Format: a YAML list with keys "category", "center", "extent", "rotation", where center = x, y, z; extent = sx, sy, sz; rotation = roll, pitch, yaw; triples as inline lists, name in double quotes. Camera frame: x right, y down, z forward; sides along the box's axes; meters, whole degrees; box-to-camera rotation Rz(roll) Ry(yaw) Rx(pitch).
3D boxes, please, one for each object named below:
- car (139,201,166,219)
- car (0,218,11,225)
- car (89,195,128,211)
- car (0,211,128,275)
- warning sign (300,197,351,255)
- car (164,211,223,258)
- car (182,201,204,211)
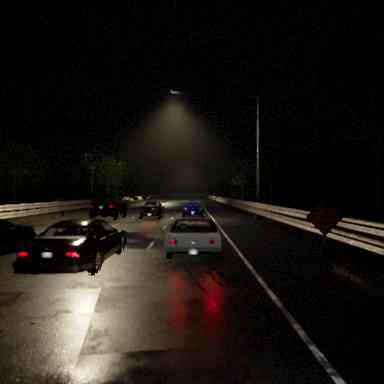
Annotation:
- category: "car"
  center: [-3.426, 1.542, 29.274]
  extent: [1.837, 1.490, 4.892]
  rotation: [0, 0, 0]
- category: "car"
  center: [-6.952, 1.489, 10.792]
  extent: [1.882, 1.535, 5.008]
  rotation: [0, 0, 1]
- category: "car"
  center: [-6.932, 1.257, 28.076]
  extent: [2.150, 2.045, 5.566]
  rotation: [0, 0, 0]
- category: "car"
  center: [-3.457, 1.559, 10.491]
  extent: [2.033, 1.411, 5.357]
  rotation: [0, 0, 1]
- category: "warning sign"
  center: [4.552, 1.127, 11.431]
  extent: [1.300, 1.860, 1.060]
  rotation: [0, 0, 0]
- category: "car"
  center: [0.063, 1.614, 12.758]
  extent: [1.895, 1.301, 4.718]
  rotation: [0, 0, 0]
- category: "car"
  center: [0.079, 1.562, 30.256]
  extent: [1.812, 1.442, 4.674]
  rotation: [0, 0, 0]
